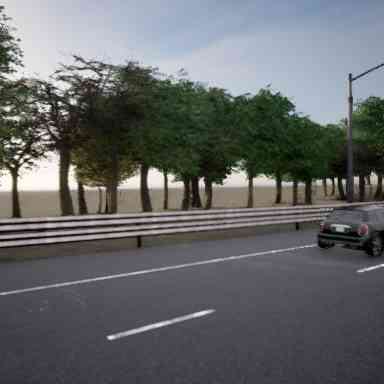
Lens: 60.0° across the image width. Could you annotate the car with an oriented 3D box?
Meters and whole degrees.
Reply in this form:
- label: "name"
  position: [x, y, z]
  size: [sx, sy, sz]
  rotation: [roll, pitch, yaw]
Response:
- label: "car"
  position: [6.982, 1.337, 13.025]
  size: [4.553, 1.767, 2.097]
  rotation: [0, 0, -36]
